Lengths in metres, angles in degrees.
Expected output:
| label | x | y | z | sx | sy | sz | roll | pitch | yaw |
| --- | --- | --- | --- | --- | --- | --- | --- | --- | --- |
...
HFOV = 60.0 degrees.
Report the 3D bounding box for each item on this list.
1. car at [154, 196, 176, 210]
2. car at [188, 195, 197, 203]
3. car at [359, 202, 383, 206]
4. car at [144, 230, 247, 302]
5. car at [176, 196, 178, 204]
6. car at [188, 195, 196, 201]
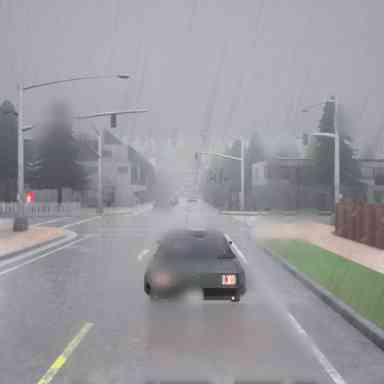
| label | x | y | z | sx | sy | sz | roll | pitch | yaw |
| --- | --- | --- | --- | --- | --- | --- | --- | --- | --- |
| car | -3.572 | 1.352 | 41.988 | 2.097 | 1.767 | 4.553 | 0 | 0 | 0 |
| car | 0.047 | 1.595 | 71.433 | 1.895 | 1.301 | 4.718 | 0 | 0 | 0 |
| car | 15.317 | 1.582 | 29.258 | 4.718 | 1.301 | 1.895 | 0 | 0 | -8 |
| car | 0.073 | 1.601 | 8.202 | 1.895 | 1.301 | 4.718 | 0 | 0 | 0 |
| car | -3.561 | 1.526 | 52.222 | 1.812 | 1.442 | 4.674 | 0 | 0 | 0 |
| car | 0.051 | 1.478 | 81.469 | 1.882 | 1.535 | 5.008 | 0 | 0 | 0 |
